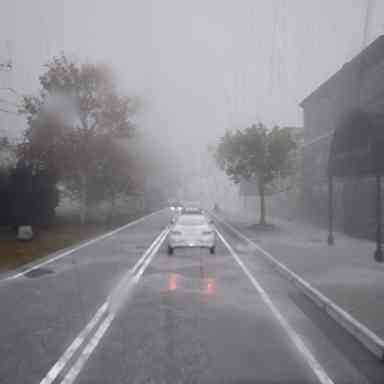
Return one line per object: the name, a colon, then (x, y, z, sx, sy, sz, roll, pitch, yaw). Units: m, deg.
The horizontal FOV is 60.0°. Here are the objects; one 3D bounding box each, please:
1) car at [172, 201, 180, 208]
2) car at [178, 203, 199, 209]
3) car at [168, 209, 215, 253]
car: (-3.367, 2.657, 71.556, 1.895, 1.301, 4.718, 0, -1, 0)
car: (-0.037, 1.927, 29.421, 1.812, 1.442, 4.674, 0, -1, 0)
car: (-0.011, 1.688, 14.419, 1.812, 1.442, 4.674, 0, -1, 0)
